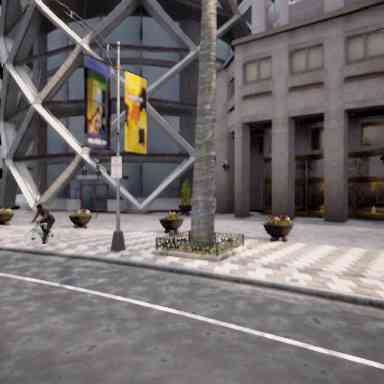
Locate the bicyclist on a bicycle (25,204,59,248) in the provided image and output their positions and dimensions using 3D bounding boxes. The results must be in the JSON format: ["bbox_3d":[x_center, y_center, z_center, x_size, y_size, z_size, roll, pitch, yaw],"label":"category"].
[{"bbox_3d":[-5.802,1.287,12.926,0.582,1.620,1.656,0,0,23],"label":"bicyclist on a bicycle"}]
